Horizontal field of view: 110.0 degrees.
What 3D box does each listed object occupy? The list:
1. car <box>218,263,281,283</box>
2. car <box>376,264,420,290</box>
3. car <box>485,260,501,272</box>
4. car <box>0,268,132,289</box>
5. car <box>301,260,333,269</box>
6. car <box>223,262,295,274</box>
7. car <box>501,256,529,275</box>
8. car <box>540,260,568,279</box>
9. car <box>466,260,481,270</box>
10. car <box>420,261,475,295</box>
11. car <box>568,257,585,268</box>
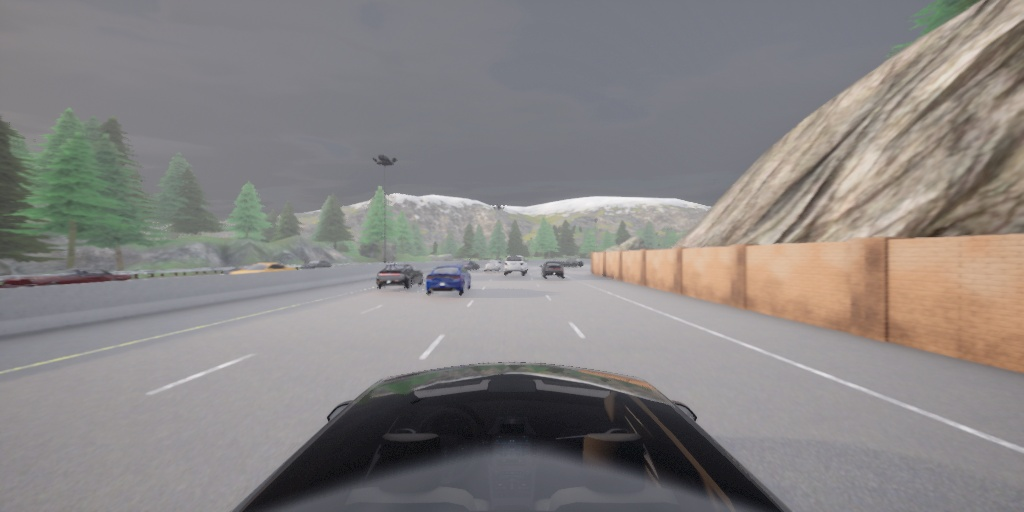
[{"bbox_3d":[-21.033,1.314,28.941,1.994,1.385,4.181,0,0,1],"label":"car"},{"bbox_3d":[-6.902,1.241,22.535,2.128,1.511,4.902,0,0,0],"label":"car"},{"bbox_3d":[-2.114,1.277,45.667,1.812,1.442,4.674,-1,0,11],"label":"car"},{"bbox_3d":[-24.599,1.351,20.060,1.895,1.301,4.718,0,0,0],"label":"car"},{"bbox_3d":[-26.532,1.276,49.000,1.812,1.442,4.674,0,0,9],"label":"car"},{"bbox_3d":[-17.576,1.228,25.412,1.882,1.535,5.008,0,0,0],"label":"car"},{"bbox_3d":[0.529,0.972,38.762,2.150,2.045,5.566,-1,0,7],"label":"car"},{"bbox_3d":[3.720,1.255,33.031,1.837,1.490,4.892,-1,0,3],"label":"car"},{"bbox_3d":[-5.776,1.298,48.035,2.033,1.411,5.357,0,0,13],"label":"car"},{"bbox_3d":[-3.402,1.228,19.967,1.882,1.535,5.008,0,0,0],"label":"car"},{"bbox_3d":[10.829,1.104,61.286,2.097,1.767,4.553,0,0,29],"label":"car"}]
